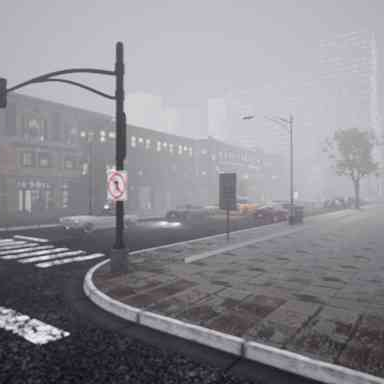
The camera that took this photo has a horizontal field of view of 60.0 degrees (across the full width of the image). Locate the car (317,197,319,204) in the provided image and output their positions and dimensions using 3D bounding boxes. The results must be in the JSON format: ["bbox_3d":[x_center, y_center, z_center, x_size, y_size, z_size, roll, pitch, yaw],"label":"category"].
[{"bbox_3d":[28.165,1.833,72.612,1.967,1.590,4.097,0,-1,35],"label":"car"}]

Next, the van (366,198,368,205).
[{"bbox_3d":[31.846,1.702,63.275,1.690,1.788,3.998,0,-1,35],"label":"van"}]

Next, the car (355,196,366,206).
[{"bbox_3d":[28.670,1.645,58.754,2.192,1.841,5.009,0,-1,35],"label":"car"}]

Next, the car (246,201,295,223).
[{"bbox_3d":[6.476,1.673,27.071,1.887,1.381,4.507,0,0,35],"label":"car"}]

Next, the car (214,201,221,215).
[{"bbox_3d":[2.654,1.680,36.300,1.752,1.417,4.829,0,0,35],"label":"car"}]

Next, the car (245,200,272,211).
[{"bbox_3d":[9.105,1.761,45.482,2.008,1.369,4.403,0,0,35],"label":"car"}]

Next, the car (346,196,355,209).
[{"bbox_3d":[22.316,1.584,49.710,2.192,1.841,5.009,0,-1,35],"label":"car"}]

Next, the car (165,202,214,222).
[{"bbox_3d":[-0.315,1.676,27.547,1.994,1.385,4.181,0,0,36],"label":"car"}]

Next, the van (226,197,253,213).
[{"bbox_3d":[5.928,1.524,40.962,1.690,1.788,3.998,0,0,35],"label":"van"}]

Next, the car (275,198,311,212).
[{"bbox_3d":[12.223,1.687,39.839,2.128,1.511,4.902,0,0,35],"label":"car"}]

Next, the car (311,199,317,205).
[{"bbox_3d":[21.812,1.882,63.569,2.008,1.369,4.403,0,-1,35],"label":"car"}]

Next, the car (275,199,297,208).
[{"bbox_3d":[15.459,1.821,54.525,2.008,1.369,4.403,0,-1,35],"label":"car"}]

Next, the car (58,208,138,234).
[{"bbox_3d":[-5.566,1.673,20.088,1.895,1.301,4.718,0,0,35],"label":"car"}]

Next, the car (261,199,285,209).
[{"bbox_3d":[12.184,1.764,49.865,1.752,1.417,4.829,0,-1,35],"label":"car"}]

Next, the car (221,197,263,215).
[{"bbox_3d":[5.493,1.512,35.810,2.097,1.767,4.553,0,0,35],"label":"car"}]

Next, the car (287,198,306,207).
[{"bbox_3d":[18.635,1.851,59.047,2.008,1.369,4.403,0,-1,35],"label":"car"}]

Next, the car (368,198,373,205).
[{"bbox_3d":[35.023,1.974,67.794,1.802,1.307,4.206,0,-1,35],"label":"car"}]

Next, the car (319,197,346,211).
[{"bbox_3d":[19.139,1.679,45.187,1.967,1.590,4.097,0,-1,35],"label":"car"}]

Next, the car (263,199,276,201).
[{"bbox_3d":[11.365,1.689,44.110,1.882,1.535,5.008,0,0,36],"label":"car"}]

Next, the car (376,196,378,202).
[{"bbox_3d":[41.376,2.040,76.837,1.802,1.307,4.206,0,-1,35],"label":"car"}]

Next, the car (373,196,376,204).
[{"bbox_3d":[38.297,1.951,72.455,1.752,1.417,4.829,0,-1,35],"label":"car"}]

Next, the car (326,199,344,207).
[{"bbox_3d":[25.077,1.917,58.134,1.895,1.301,4.718,0,0,35],"label":"car"}]

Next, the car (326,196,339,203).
[{"bbox_3d":[34.518,1.899,81.655,1.967,1.590,4.097,0,-1,35],"label":"car"}]
